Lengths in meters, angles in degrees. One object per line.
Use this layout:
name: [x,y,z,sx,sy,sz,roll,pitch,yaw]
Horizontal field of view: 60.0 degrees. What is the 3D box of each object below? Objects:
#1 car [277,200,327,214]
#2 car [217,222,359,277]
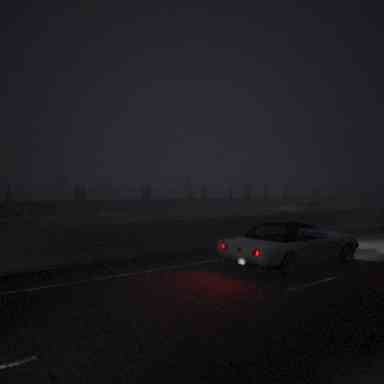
car: [9.199,1.454,27.744,5.008,1.535,1.882,0,0,-35]
car: [3.146,1.592,10.291,4.718,1.301,1.895,0,0,-36]
